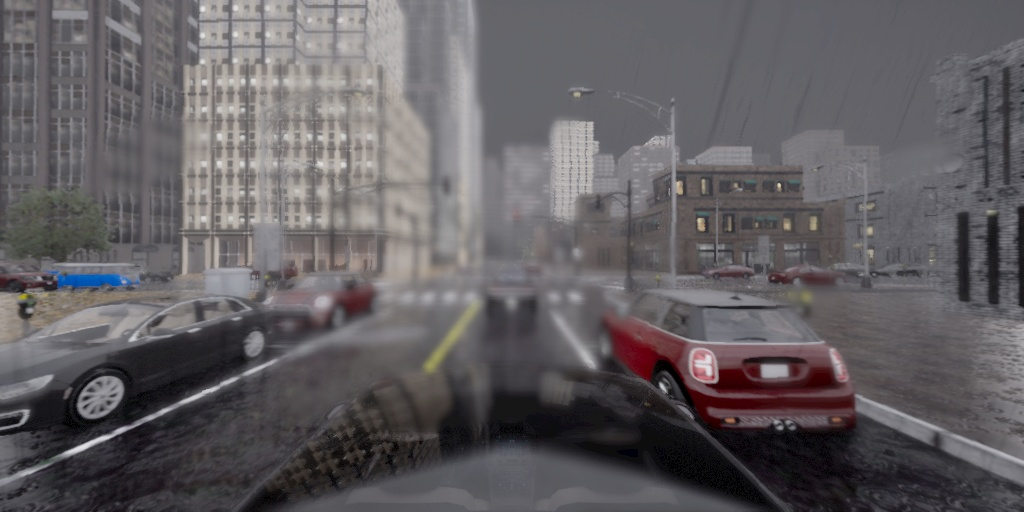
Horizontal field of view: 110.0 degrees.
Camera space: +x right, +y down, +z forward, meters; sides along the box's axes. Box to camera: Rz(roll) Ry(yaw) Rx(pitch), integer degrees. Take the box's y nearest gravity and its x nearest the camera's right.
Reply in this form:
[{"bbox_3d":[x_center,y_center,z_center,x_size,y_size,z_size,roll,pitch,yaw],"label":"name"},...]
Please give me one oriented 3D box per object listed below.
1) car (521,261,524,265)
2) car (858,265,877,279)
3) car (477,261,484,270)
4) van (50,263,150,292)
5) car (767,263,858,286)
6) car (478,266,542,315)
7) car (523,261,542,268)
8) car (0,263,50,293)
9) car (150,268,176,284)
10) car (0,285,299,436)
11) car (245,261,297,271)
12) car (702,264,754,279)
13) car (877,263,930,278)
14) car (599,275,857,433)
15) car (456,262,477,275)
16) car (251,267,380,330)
[{"bbox_3d":[2.693,1.662,54.682,1.802,1.307,4.207,0,0,0],"label":"car"},{"bbox_3d":[28.812,1.280,31.690,4.403,1.370,2.007,0,0,-1],"label":"car"},{"bbox_3d":[-5.688,1.605,54.512,1.751,1.417,4.829,0,0,0],"label":"car"},{"bbox_3d":[-25.714,1.373,22.488,3.998,1.789,1.690,0,0,-1],"label":"van"},{"bbox_3d":[19.075,1.278,23.161,4.507,1.381,1.888,0,0,-1],"label":"car"},{"bbox_3d":[-0.011,1.314,13.951,2.128,1.511,4.902,0,0,0],"label":"car"},{"bbox_3d":[2.693,1.552,43.600,1.888,1.381,4.507,0,0,0],"label":"car"},{"bbox_3d":[-31.410,1.384,22.402,5.009,1.841,2.192,0,0,-1],"label":"car"},{"bbox_3d":[-31.530,1.682,30.781,4.403,1.370,2.007,0,0,-1],"label":"car"},{"bbox_3d":[-5.691,1.324,5.597,2.007,1.370,4.403,0,0,0],"label":"car"},{"bbox_3d":[-21.120,1.378,30.938,5.009,1.841,2.192,0,0,-1],"label":"car"},{"bbox_3d":[18.949,1.377,31.541,4.207,1.307,1.802,0,0,-1],"label":"car"},{"bbox_3d":[34.337,1.258,31.773,4.313,1.339,1.948,0,0,-1],"label":"car"},{"bbox_3d":[2.691,1.212,5.595,1.967,1.591,4.097,0,0,0],"label":"car"},{"bbox_3d":[-5.688,1.589,43.601,1.802,1.307,4.207,0,0,0],"label":"car"},{"bbox_3d":[-5.691,1.246,11.134,1.967,1.591,4.097,0,0,0],"label":"car"}]
